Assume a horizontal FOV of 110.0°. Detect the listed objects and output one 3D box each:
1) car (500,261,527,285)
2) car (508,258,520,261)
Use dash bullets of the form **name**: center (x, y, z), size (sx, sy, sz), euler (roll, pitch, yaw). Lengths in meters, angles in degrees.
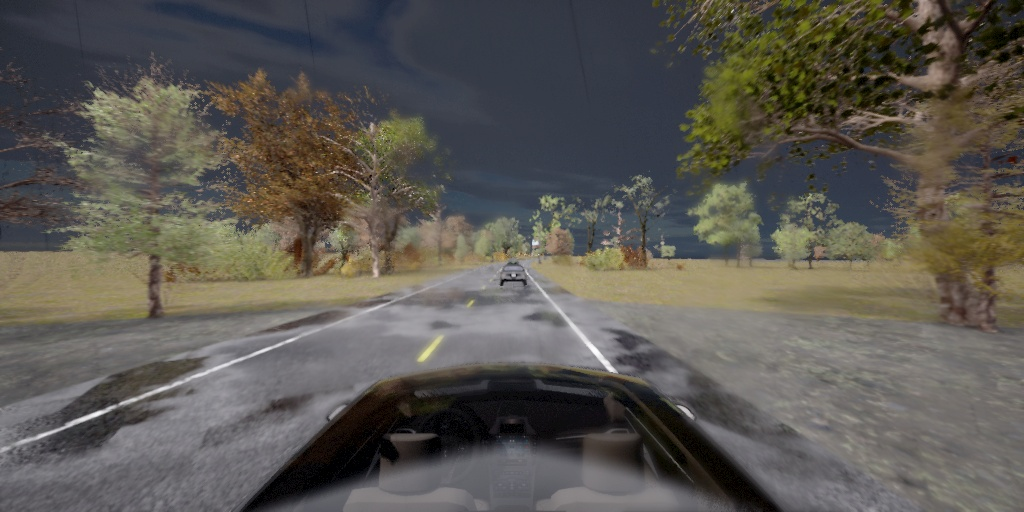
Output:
- **car**: center (0.104, 1.314, 26.153), size (2.033, 1.411, 5.357), euler (0, 0, 0)
- **car**: center (0.330, 1.143, 63.571), size (2.097, 1.767, 4.553), euler (0, 0, 1)
